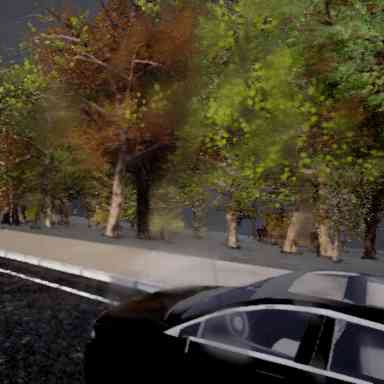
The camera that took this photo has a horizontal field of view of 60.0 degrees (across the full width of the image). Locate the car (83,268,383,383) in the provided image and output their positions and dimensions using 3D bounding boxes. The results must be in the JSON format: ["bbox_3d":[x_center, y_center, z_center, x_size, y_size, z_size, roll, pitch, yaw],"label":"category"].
[{"bbox_3d":[1.059,1.486,2.928,4.902,1.511,2.128,0,0,35],"label":"car"}]
